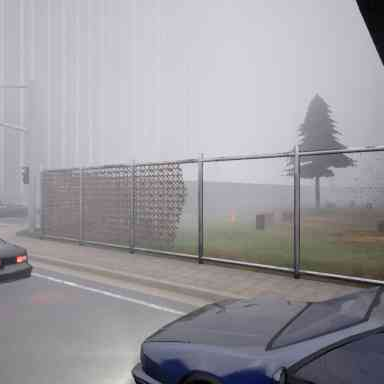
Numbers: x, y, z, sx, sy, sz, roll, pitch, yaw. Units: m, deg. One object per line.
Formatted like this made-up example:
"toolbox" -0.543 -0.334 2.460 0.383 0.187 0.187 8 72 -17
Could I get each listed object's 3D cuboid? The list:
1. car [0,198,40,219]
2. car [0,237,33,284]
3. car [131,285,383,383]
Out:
"car" -14.073 1.434 25.688 2.128 1.511 4.902 0 0 37
"car" -6.207 1.547 8.397 5.357 1.411 2.033 0 0 35
"car" 1.998 1.547 2.566 5.357 1.411 2.033 0 0 35
